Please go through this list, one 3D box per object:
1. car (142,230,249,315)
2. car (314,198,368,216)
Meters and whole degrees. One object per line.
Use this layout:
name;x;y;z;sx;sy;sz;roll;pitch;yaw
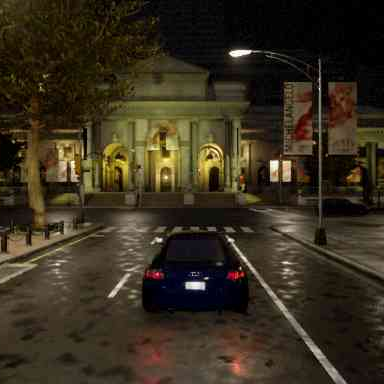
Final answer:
car;0.073;1.564;7.676;1.994;1.385;4.181;0;0;0
car;14.130;1.351;31.515;4.553;1.767;2.097;0;0;0
